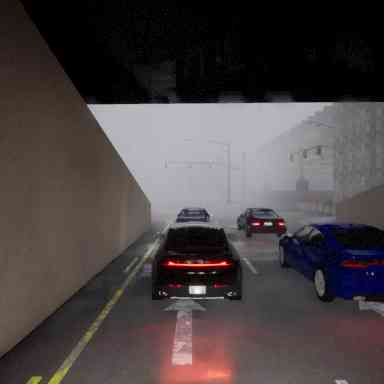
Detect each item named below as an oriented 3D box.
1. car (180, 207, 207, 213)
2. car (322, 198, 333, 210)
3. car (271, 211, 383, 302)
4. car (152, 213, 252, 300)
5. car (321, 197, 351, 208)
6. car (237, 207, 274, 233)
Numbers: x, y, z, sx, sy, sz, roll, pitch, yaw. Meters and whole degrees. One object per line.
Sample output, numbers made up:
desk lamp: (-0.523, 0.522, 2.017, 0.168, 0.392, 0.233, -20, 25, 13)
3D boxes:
car: (0.099, 1.547, 18.126, 2.033, 1.411, 5.357, 0, 0, 3)
car: (17.611, 1.453, 40.675, 4.974, 1.542, 2.038, 0, 0, -45)
car: (3.604, 1.478, 8.362, 1.882, 1.535, 5.008, 0, 0, 0)
car: (0.105, 1.505, 8.380, 1.837, 1.490, 4.892, 0, 0, 0)
car: (17.648, 1.295, 40.712, 4.536, 1.218, 1.853, 0, 0, -45)
car: (3.632, 1.547, 18.114, 2.033, 1.411, 5.357, 0, 0, 0)
